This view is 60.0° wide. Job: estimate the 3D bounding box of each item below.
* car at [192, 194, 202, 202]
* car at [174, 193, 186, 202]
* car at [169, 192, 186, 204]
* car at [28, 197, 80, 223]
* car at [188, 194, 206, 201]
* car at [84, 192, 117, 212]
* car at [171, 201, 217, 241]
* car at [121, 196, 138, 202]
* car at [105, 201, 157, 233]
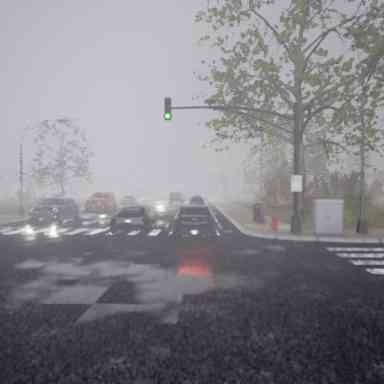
[{"bbox_3d":[1.028,1.197,63.782,1.812,1.442,4.674,0,0,1],"label":"car"},{"bbox_3d":[-2.288,1.016,64.368,2.097,1.767,4.553,0,0,1],"label":"car"},{"bbox_3d":[-2.497,0.933,54.010,2.150,2.045,5.566,0,0,1],"label":"car"},{"bbox_3d":[-9.699,1.176,23.726,2.097,1.767,4.553,0,0,1],"label":"car"},{"bbox_3d":[0.563,1.284,39.606,1.837,1.490,4.892,0,0,1],"label":"car"},{"bbox_3d":[-9.462,1.002,34.993,2.150,2.045,5.566,0,0,1],"label":"car"},{"bbox_3d":[0.118,1.352,15.614,1.837,1.490,4.892,0,0,1],"label":"car"},{"bbox_3d":[-9.156,1.250,48.788,1.812,1.442,4.674,0,0,2],"label":"car"},{"bbox_3d":[-3.092,1.410,18.248,1.994,1.385,4.181,0,0,1],"label":"car"}]
